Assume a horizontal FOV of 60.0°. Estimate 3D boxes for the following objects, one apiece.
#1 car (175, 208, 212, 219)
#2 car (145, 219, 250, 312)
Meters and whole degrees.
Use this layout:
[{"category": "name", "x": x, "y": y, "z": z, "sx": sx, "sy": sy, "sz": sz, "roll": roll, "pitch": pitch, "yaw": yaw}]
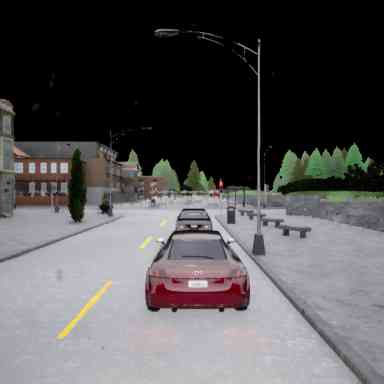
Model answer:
[{"category": "car", "x": 0.084, "y": 1.547, "z": 17.013, "sx": 2.033, "sy": 1.411, "sz": 5.357, "roll": 0, "pitch": 0, "yaw": 0}, {"category": "car", "x": 0.095, "y": 1.564, "z": 7.777, "sx": 1.994, "sy": 1.385, "sz": 4.181, "roll": 0, "pitch": 0, "yaw": 0}]
